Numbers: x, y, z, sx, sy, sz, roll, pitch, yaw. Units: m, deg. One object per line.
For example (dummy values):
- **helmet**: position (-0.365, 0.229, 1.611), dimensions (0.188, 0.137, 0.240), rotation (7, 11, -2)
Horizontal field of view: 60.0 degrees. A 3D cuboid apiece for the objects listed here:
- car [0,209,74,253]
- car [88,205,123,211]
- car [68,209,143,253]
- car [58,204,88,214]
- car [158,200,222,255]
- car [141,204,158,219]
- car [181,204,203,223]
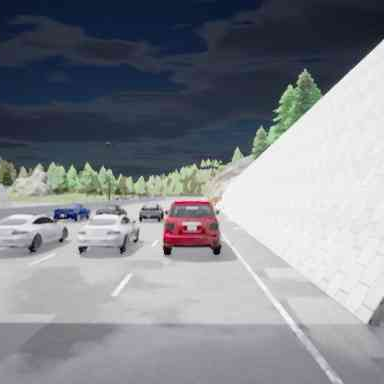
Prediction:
- **car**: position (-6.994, 1.668, 14.393), dimensions (1.812, 1.442, 4.674), rotation (0, 0, 0)
- **car**: position (-6.998, 1.833, 29.002), dimensions (2.033, 1.411, 5.357), rotation (0, -1, 0)
- **car**: position (-3.494, 1.668, 14.384), dimensions (1.812, 1.442, 4.674), rotation (0, 0, 0)
- **car**: position (-10.491, 1.768, 29.498), dimensions (1.882, 1.535, 5.008), rotation (0, 0, 0)
- **car**: position (0.002, 1.355, 14.031), dimensions (2.150, 2.045, 5.566), rotation (0, 0, 0)
- **car**: position (-3.494, 1.781, 29.311), dimensions (2.128, 1.511, 4.902), rotation (0, 0, 0)
- **car**: position (0.008, 1.815, 29.385), dimensions (1.812, 1.442, 4.674), rotation (0, 0, 0)
